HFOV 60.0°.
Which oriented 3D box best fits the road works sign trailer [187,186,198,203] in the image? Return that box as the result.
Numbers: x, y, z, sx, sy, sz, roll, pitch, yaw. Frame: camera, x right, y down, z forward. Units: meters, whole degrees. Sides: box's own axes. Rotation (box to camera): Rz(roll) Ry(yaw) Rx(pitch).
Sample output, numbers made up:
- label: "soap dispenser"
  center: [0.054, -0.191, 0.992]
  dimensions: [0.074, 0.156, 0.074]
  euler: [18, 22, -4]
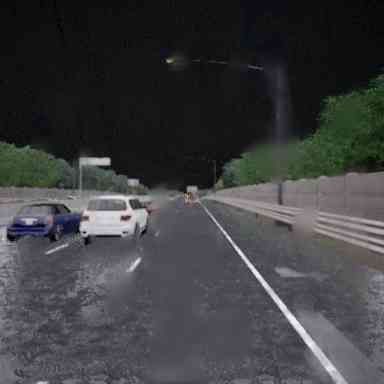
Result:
- label: "road works sign trailer"
  center: [0.041, 0.479, 69.658]
  dimensions: [2.380, 3.560, 2.880]
  euler: [0, 0, 0]

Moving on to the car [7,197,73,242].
- label: "car"
  center: [-6.892, 1.310, 16.191]
  dimensions: [2.097, 1.767, 4.553]
  euler: [0, 0, 0]

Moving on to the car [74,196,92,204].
- label: "car"
  center: [-20.969, 1.499, 64.037]
  dimensions: [1.837, 1.490, 4.892]
  euler: [0, 0, 0]

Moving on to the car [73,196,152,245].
- label: "car"
  center: [-3.392, 1.181, 15.546]
  dimensions: [2.150, 2.045, 5.566]
  euler: [0, 0, 0]

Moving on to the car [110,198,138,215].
- label: "car"
  center: [-6.882, 1.419, 34.282]
  dimensions: [1.882, 1.535, 5.008]
  euler: [0, 0, 0]

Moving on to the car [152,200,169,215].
- label: "car"
  center: [-3.382, 1.505, 33.473]
  dimensions: [1.994, 1.385, 4.181]
  euler: [0, 0, 0]
